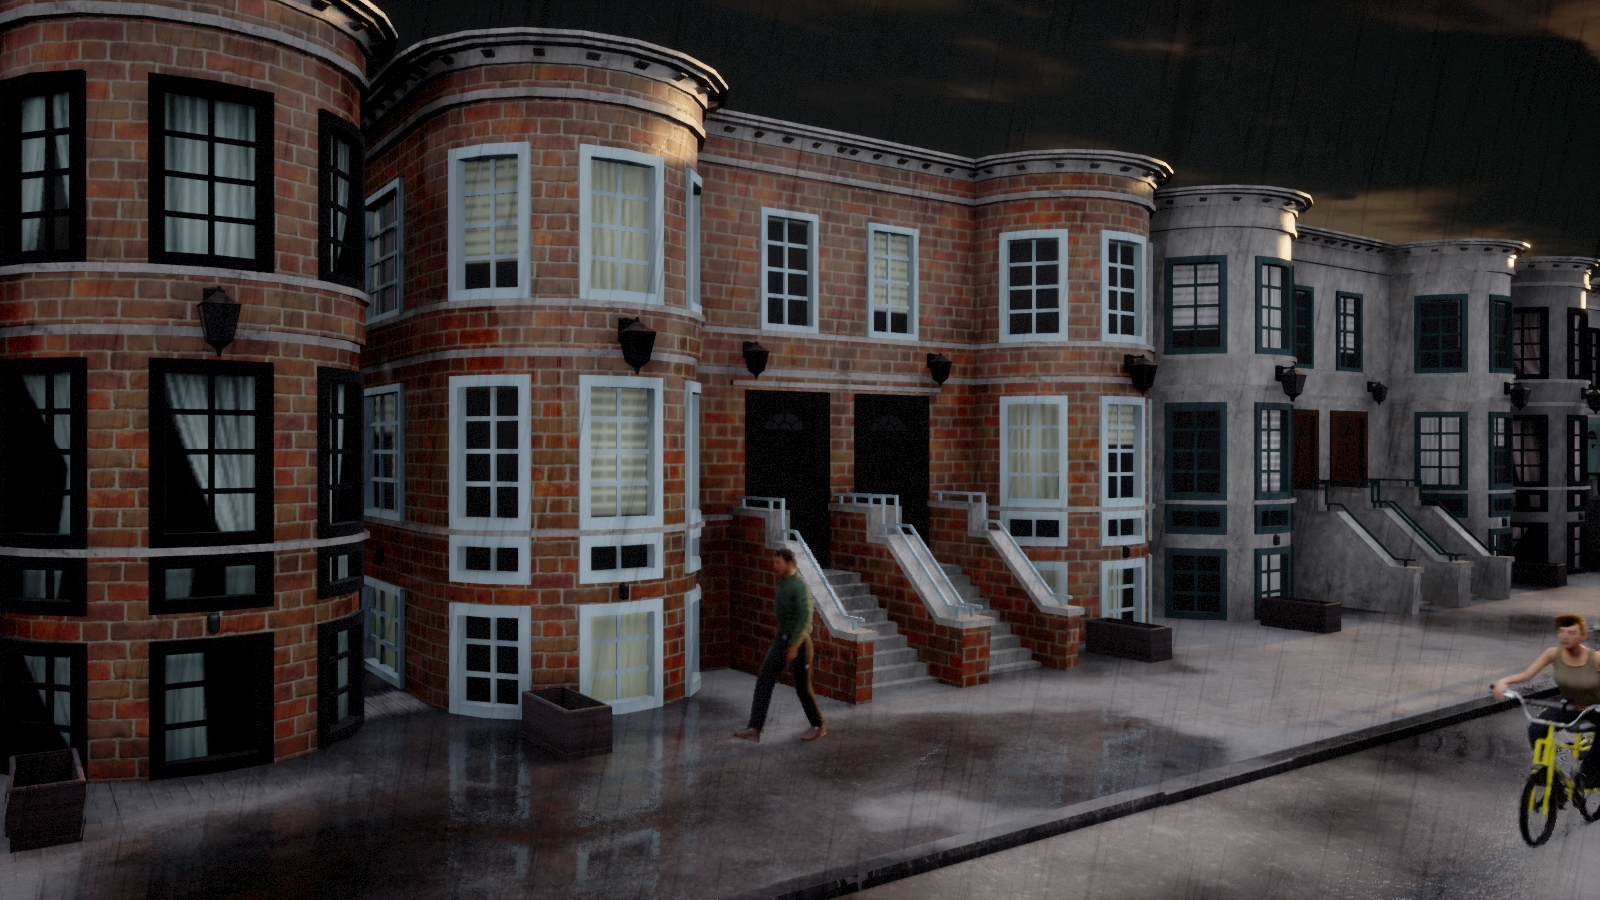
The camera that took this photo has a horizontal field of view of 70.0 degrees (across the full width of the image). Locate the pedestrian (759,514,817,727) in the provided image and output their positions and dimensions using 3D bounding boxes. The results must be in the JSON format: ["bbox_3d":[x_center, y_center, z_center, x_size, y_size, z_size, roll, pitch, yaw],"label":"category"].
[{"bbox_3d":[-0.110,1.523,10.362,0.375,1.860,0.375,0,0,-32],"label":"pedestrian"}]
